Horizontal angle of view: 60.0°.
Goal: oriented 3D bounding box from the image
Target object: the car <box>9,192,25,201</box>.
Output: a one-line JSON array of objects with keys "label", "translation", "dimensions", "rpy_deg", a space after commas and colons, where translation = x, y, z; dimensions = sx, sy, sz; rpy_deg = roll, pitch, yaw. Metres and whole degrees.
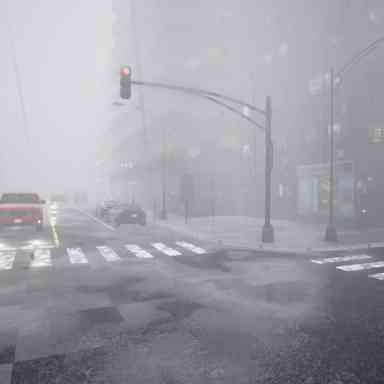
[{"label": "car", "translation": [-27.802, 0.727, 52.951], "dimensions": [1.947, 1.339, 4.313], "rpy_deg": [1, 0, -24]}]

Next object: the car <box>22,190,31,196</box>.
[{"label": "car", "translation": [-41.525, 0.269, 83.427], "dimensions": [1.802, 1.307, 4.206], "rpy_deg": [1, 0, -24]}]

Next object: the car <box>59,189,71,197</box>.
[{"label": "car", "translation": [-29.287, 0.229, 76.672], "dimensions": [2.192, 1.841, 5.009], "rpy_deg": [1, 0, -24]}]

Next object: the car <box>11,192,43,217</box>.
[{"label": "car", "translation": [-13.195, 0.960, 26.872], "dimensions": [2.097, 1.767, 4.553], "rpy_deg": [1, 1, -24]}]

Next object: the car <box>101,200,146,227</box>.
[{"label": "car", "translation": [-4.136, 1.354, 20.800], "dimensions": [1.947, 1.339, 4.313], "rpy_deg": [1, 0, -24]}]

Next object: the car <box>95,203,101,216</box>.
[{"label": "car", "translation": [-6.423, 1.290, 25.880], "dimensions": [1.802, 1.307, 4.206], "rpy_deg": [1, 0, -24]}]

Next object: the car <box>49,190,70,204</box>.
[{"label": "car", "translation": [-18.546, 0.827, 46.226], "dimensions": [1.882, 1.535, 5.008], "rpy_deg": [1, 1, -24]}]

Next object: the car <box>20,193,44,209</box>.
[{"label": "car", "translation": [-17.268, 0.956, 36.083], "dimensions": [2.128, 1.511, 4.902], "rpy_deg": [1, 1, -24]}]

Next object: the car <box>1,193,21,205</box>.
[{"label": "car", "translation": [-23.228, 0.886, 42.792], "dimensions": [1.947, 1.339, 4.313], "rpy_deg": [1, 0, -24]}]

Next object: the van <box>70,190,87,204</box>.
[{"label": "van", "translation": [-15.566, 0.731, 46.197], "dimensions": [1.690, 1.788, 3.998], "rpy_deg": [1, 0, -24]}]

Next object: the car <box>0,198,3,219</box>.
[{"label": "car", "translation": [-14.079, 1.184, 22.475], "dimensions": [1.887, 1.381, 4.507], "rpy_deg": [1, 0, -24]}]

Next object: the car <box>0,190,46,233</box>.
[{"label": "car", "translation": [-9.312, 0.966, 18.125], "dimensions": [2.150, 2.045, 5.566], "rpy_deg": [1, 1, -25]}]
